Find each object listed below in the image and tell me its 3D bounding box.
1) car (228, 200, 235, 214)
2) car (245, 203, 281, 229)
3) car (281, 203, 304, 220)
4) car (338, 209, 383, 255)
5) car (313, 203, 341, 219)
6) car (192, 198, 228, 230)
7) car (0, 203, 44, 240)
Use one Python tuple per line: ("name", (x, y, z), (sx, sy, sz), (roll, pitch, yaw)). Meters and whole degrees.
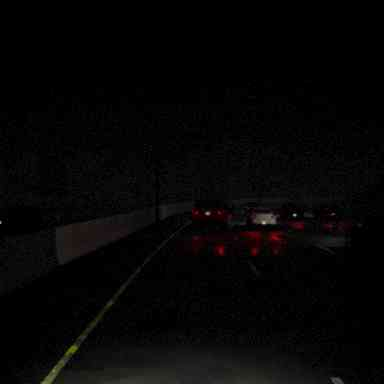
("car", (4.152, 1.755, 41.547), (2.097, 1.767, 4.553), (0, 0, 11))
("car", (4.837, 1.753, 23.515), (1.812, 1.442, 4.674), (0, 0, 6))
("car", (9.492, 1.813, 31.902), (1.837, 1.490, 4.892), (0, -1, 9))
("car", (7.410, 1.596, 12.173), (1.882, 1.535, 5.008), (0, -1, 3))
("car", (13.110, 1.805, 32.364), (2.128, 1.511, 4.902), (0, -1, 9))
("car", (1.248, 1.445, 23.099), (2.150, 2.045, 5.566), (0, -1, 6))
("car", (-9.931, 1.524, 17.825), (2.097, 1.767, 4.553), (0, 0, 5))
